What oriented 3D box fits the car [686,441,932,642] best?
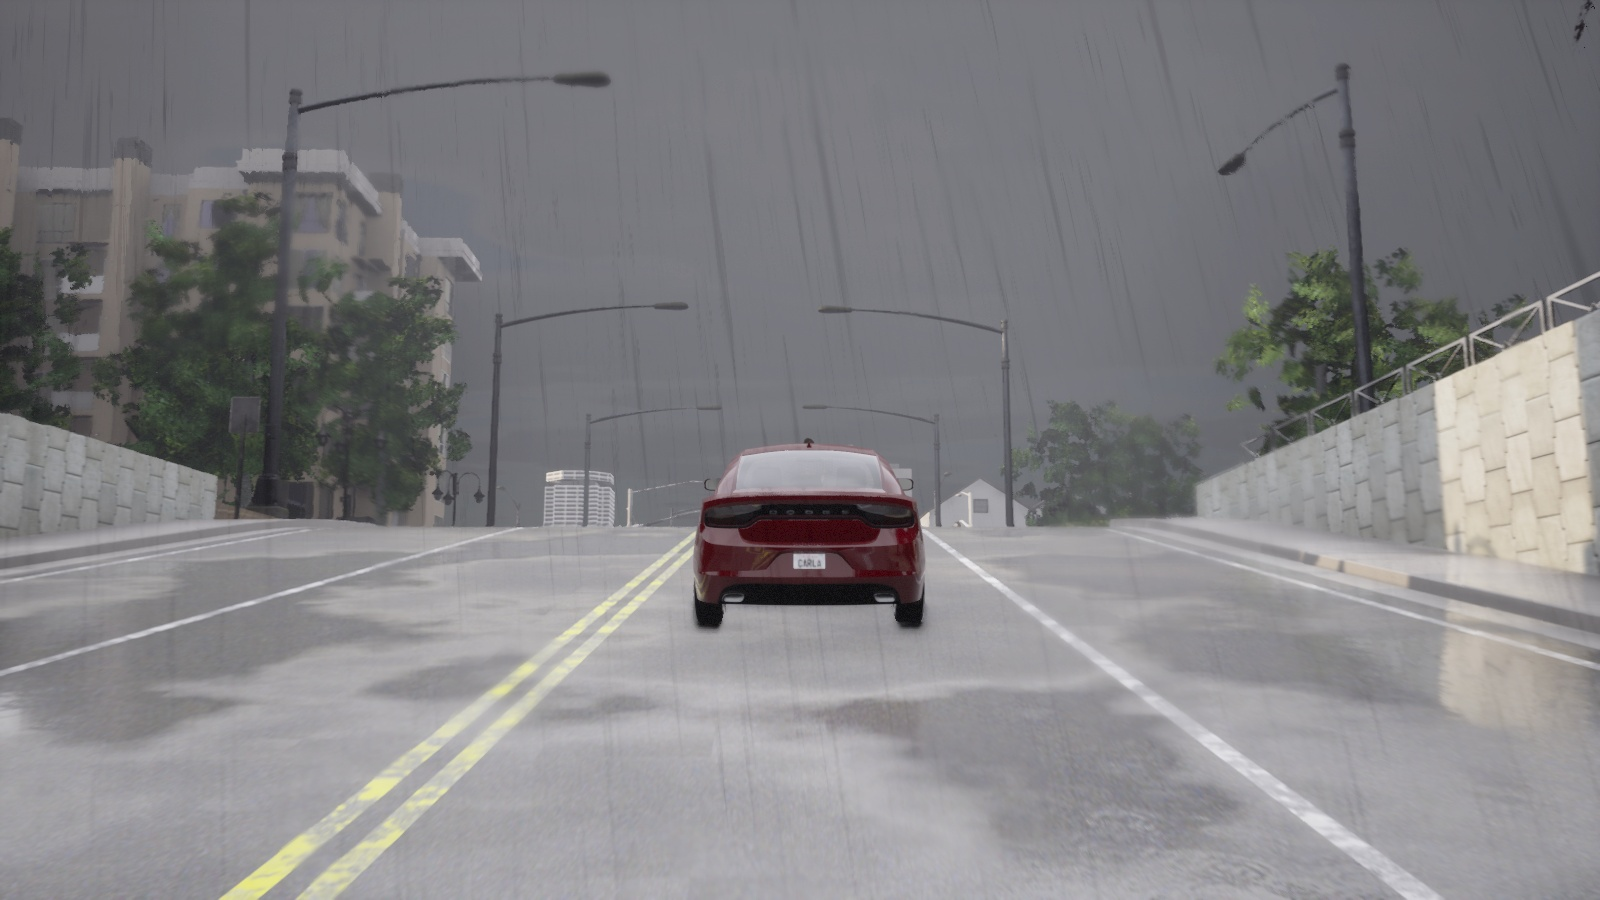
[{"bbox_3d":[0.085,0.686,12.105,1.882,1.535,5.008,0,0,0],"label":"car"}]
